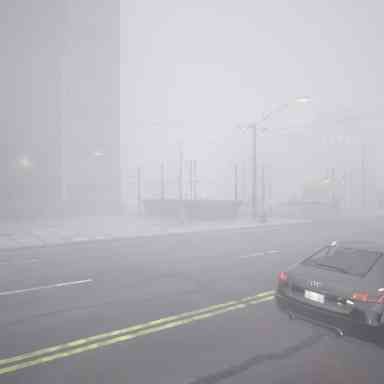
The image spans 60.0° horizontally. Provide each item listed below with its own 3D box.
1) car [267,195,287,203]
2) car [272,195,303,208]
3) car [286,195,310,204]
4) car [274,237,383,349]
[{"bbox_3d":[17.359,1.452,67.790,3.806,1.475,1.970,0,0,-36],"label":"car"},{"bbox_3d":[13.356,1.254,44.728,4.553,1.767,2.185,0,0,-36],"label":"car"},{"bbox_3d":[20.266,1.420,63.789,4.674,1.452,2.002,0,0,-36],"label":"car"},{"bbox_3d":[3.499,1.564,6.243,4.181,1.385,1.994,0,0,-36],"label":"car"}]
